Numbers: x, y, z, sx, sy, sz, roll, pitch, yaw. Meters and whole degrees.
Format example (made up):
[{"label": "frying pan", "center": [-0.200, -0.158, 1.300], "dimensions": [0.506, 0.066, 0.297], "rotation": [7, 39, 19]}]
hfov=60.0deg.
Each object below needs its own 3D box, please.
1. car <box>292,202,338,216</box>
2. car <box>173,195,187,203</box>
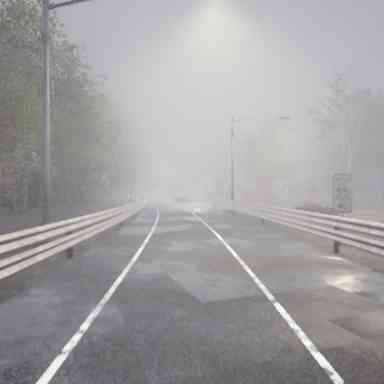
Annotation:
[{"label": "car", "center": [11.570, 1.655, 31.638], "dimensions": [1.882, 1.535, 5.008], "rotation": [0, 0, -20]}, {"label": "car", "center": [-2.593, 1.353, 70.561], "dimensions": [2.097, 1.767, 4.553], "rotation": [0, 0, -20]}]
